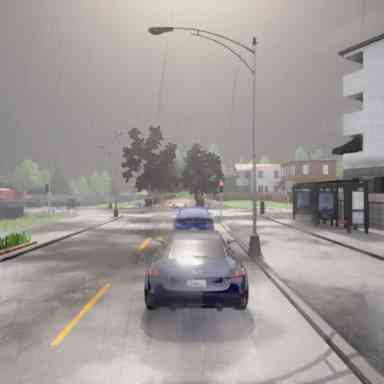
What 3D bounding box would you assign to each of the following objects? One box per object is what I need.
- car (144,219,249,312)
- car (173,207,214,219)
[{"bbox_3d":[0.090,1.564,7.808,1.994,1.385,4.181,0,0,0],"label":"car"},{"bbox_3d":[0.080,1.477,16.791,1.882,1.535,5.008,0,0,0],"label":"car"}]
